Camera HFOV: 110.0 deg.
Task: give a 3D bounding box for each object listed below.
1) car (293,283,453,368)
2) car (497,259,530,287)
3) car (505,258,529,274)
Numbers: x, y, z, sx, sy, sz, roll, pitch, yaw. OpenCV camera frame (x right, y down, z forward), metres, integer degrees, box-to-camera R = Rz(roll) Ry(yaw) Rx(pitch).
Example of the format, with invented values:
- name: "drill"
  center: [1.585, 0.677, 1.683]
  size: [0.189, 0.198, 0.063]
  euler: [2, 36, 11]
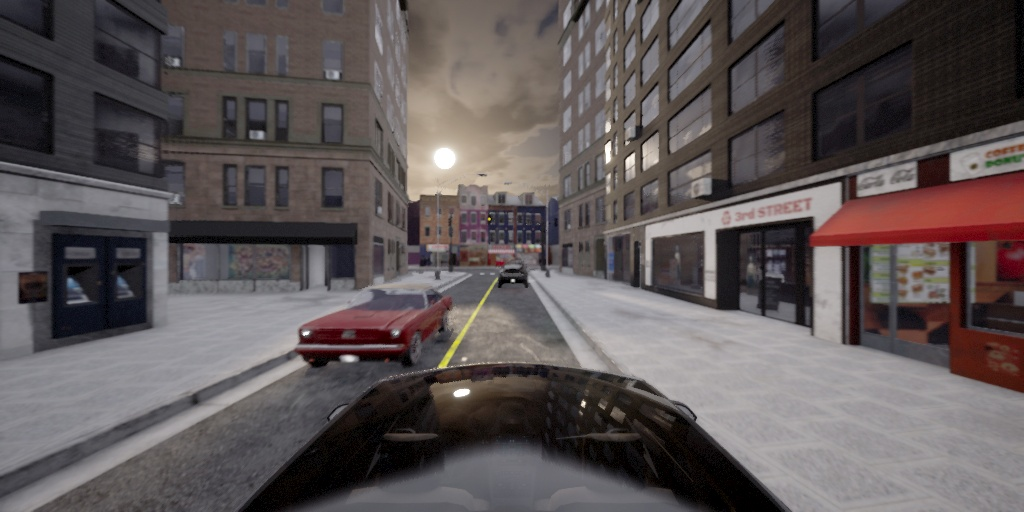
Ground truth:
- name: "car"
  center: [-2.600, 1.319, 7.929]
  size: [1.895, 1.301, 4.718]
  euler: [0, 0, 0]
- name: "car"
  center: [0.091, 1.145, 22.995]
  size: [1.837, 1.490, 4.892]
  euler: [0, 0, 1]
- name: "car"
  center: [0.652, 1.063, 38.582]
  size: [1.837, 1.490, 4.892]
  euler: [0, 1, 10]
